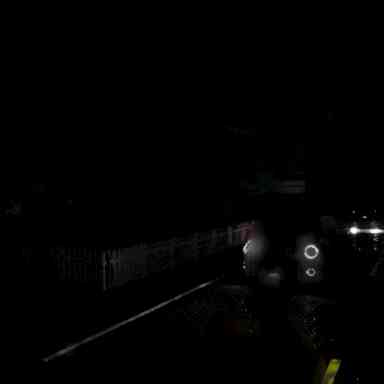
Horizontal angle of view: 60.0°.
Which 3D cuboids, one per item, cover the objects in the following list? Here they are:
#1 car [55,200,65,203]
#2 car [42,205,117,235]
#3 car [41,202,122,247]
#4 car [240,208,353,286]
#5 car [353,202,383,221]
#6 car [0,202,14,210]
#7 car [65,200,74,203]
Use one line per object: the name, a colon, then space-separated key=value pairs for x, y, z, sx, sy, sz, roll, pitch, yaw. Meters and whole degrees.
car: x=-28.384 y=2.432 z=67.685 sx=3.633 sy=1.501 sz=1.845 roll=-2 pitch=0 yaw=32
car: x=-7.790 y=1.861 z=23.449 sx=2.242 sy=1.667 sz=4.611 roll=-2 pitch=0 yaw=32
car: x=-5.344 y=1.599 z=16.753 sx=1.905 sy=1.878 sz=3.866 roll=-2 pitch=0 yaw=32
car: x=3.153 y=1.404 z=9.776 sx=2.097 sy=1.767 sz=4.553 roll=-2 pitch=-1 yaw=33
car: x=13.732 y=1.503 z=26.018 sx=1.895 sy=1.301 sz=4.718 roll=-2 pitch=0 yaw=33
car: x=-33.780 y=2.485 z=59.275 sx=4.514 sy=1.523 sz=2.007 roll=-2 pitch=0 yaw=32
car: x=-31.223 y=2.656 z=83.702 sx=3.806 sy=1.475 sz=1.970 roll=-2 pitch=0 yaw=32
